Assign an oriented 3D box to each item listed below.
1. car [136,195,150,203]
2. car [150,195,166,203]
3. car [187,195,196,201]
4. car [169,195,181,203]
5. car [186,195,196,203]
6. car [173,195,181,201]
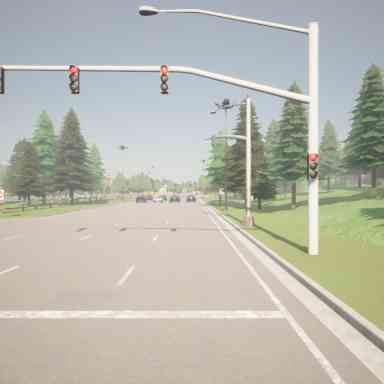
[{"bbox_3d":[-10.640,1.492,70.341,1.837,1.490,4.892,0,0,0],"label":"car"},{"bbox_3d":[-7.141,1.587,70.795,1.895,1.301,4.718,0,0,0],"label":"car"},{"bbox_3d":[-0.161,1.385,80.782,1.994,1.385,4.181,0,0,0],"label":"car"},{"bbox_3d":[-3.641,1.347,70.742,2.097,1.767,4.553,0,0,0],"label":"car"},{"bbox_3d":[-0.141,1.346,70.716,2.097,1.767,4.553,0,0,0],"label":"car"},{"bbox_3d":[-3.661,1.356,80.775,1.812,1.442,4.674,0,0,0],"label":"car"}]
